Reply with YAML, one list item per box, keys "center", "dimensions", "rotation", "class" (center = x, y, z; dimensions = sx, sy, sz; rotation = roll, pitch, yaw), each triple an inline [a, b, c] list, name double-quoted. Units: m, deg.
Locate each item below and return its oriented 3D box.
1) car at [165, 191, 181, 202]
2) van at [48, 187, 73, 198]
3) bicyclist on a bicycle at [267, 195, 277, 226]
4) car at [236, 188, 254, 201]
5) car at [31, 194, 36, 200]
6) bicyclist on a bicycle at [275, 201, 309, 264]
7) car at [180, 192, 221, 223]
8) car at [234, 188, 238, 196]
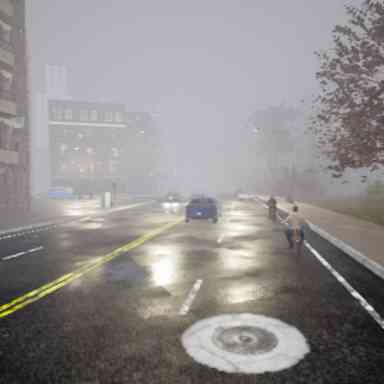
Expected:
- center: [-2.551, 0.583, 45.742]
  dimensions: [2.128, 1.511, 4.902]
  rotation: [-1, 1, 5]
  class: "car"
- center: [-22.561, 0.074, 57.497]
  dimensions: [3.998, 1.788, 1.690]
  rotation: [-1, 0, -23]
  class: "van"
- center: [4.431, 0.998, 18.341]
  dimensions: [0.582, 1.620, 1.656]
  rotation: [-1, 1, 9]
  class: "bicyclist on a bicycle"
- center: [7.194, 0.554, 44.412]
  dimensions: [1.895, 1.301, 4.718]
  rotation: [-1, 1, 7]
  class: "car"
- center: [-24.626, 0.534, 47.559]
  dimensions: [4.206, 1.307, 1.802]
  rotation: [-1, 0, -23]
  class: "car"
- center: [3.015, 1.183, 9.747]
  dimensions: [0.866, 1.612, 1.509]
  rotation: [-1, 1, 10]
  class: "bicyclist on a bicycle"
- center: [0.798, 1.021, 21.325]
  dimensions: [1.882, 1.535, 5.008]
  rotation: [-1, 1, 9]
  class: "car"
- center: [9.399, -0.025, 66.475]
  dimensions: [1.812, 1.442, 4.674]
  rotation: [-1, 1, 5]
  class: "car"
